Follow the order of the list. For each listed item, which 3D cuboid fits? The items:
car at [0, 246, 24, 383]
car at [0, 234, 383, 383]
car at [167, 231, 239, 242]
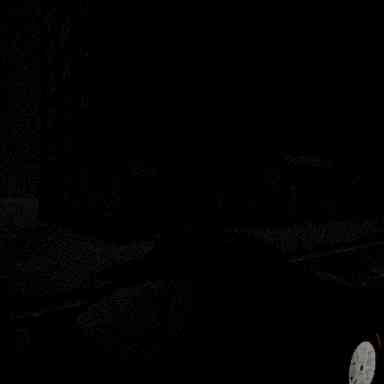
[{"bbox_3d":[-4.311,1.581,3.458,4.313,1.339,1.947,-1,0,-35],"label":"car"},{"bbox_3d":[0.096,1.459,3.447,5.008,1.535,1.882,-1,0,-35],"label":"car"},{"bbox_3d":[0.188,1.529,6.665,4.313,1.339,1.947,-1,0,-35],"label":"car"}]
